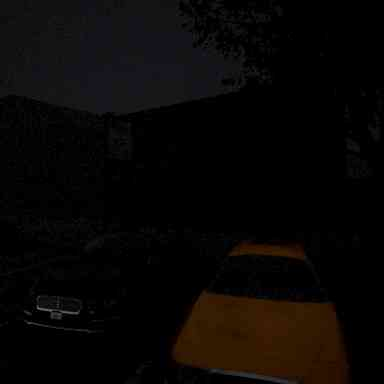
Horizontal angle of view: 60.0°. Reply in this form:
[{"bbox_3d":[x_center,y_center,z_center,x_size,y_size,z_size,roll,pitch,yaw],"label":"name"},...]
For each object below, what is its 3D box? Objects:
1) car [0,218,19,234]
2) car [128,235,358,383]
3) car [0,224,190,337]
[{"bbox_3d":[-8.558,1.528,12.212,2.002,1.452,4.674,1,-1,16],"label":"car"},{"bbox_3d":[1.153,1.480,5.049,1.946,1.575,5.366,1,-1,16],"label":"car"},{"bbox_3d":[-1.236,1.487,6.978,2.231,1.521,4.892,1,-1,16],"label":"car"}]
